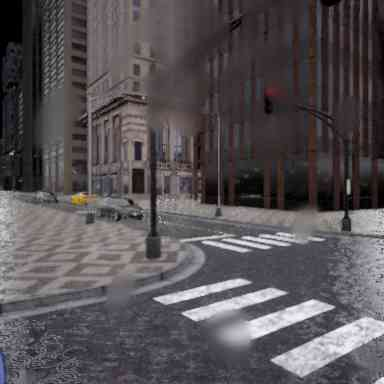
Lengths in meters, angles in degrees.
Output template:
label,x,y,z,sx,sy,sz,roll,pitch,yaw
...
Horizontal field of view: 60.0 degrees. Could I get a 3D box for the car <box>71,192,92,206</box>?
label,x,y,z,sx,sy,sz,roll,pitch,yaw
car,-12.679,0.753,39.051,1.882,1.535,5.008,0,1,-35

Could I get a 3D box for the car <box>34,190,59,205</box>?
label,x,y,z,sx,sy,sz,roll,pitch,yaw
car,-17.634,0.717,40.534,1.837,1.490,4.892,0,1,-35

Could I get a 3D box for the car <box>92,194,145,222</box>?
label,x,y,z,sx,sy,sz,roll,pitch,yaw
car,-4.924,1.112,22.638,1.837,1.490,4.892,0,1,-35

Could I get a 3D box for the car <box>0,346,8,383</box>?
label,x,y,z,sx,sy,sz,roll,pitch,yaw
car,-3.277,1.485,0.921,5.008,1.535,1.882,0,0,-35

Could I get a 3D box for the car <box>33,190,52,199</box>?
label,x,y,z,sx,sy,sz,roll,pitch,yaw
car,-25.934,0.424,57.668,2.033,1.411,5.357,0,1,-35
